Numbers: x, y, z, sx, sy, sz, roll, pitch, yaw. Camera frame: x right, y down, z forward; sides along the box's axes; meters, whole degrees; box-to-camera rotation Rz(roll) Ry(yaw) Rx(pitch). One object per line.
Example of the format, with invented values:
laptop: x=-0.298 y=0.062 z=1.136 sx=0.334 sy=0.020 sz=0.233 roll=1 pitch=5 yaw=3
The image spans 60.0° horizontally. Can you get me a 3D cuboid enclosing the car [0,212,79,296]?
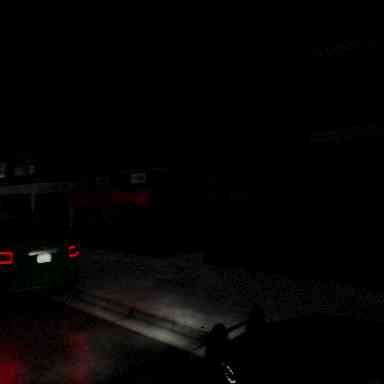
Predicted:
car: x=-5.188 y=1.545 z=8.783 sx=5.566 sy=2.045 sz=2.150 roll=-1 pitch=-3 yaw=40

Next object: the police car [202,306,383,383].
police car: x=2.398 y=1.587 z=2.387 sx=5.238 sy=1.638 sz=1.930 roll=-1 pitch=-3 yaw=40
